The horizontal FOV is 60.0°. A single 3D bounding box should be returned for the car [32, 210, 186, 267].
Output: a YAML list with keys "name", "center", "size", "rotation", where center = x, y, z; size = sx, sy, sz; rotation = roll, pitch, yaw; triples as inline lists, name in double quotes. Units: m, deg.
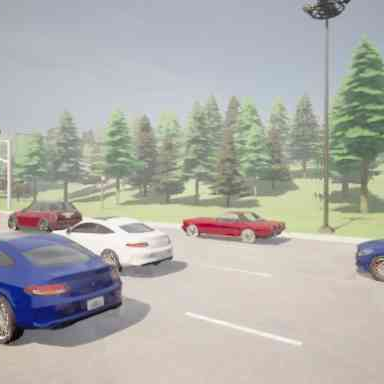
- name: "car"
  center: [-2.686, 1.481, 10.162]
  size: [4.674, 1.442, 1.812]
  rotation: [0, 0, 35]

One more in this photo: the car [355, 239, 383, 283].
- name: "car"
  center: [6.493, 1.519, 7.952]
  size: [4.674, 1.442, 1.812]
  rotation: [0, 0, 35]

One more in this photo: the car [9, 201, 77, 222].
- name: "car"
  center: [-8.073, 1.261, 18.273]
  size: [4.553, 1.767, 2.097]
  rotation: [0, 0, 35]

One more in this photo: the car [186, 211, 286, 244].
- name: "car"
  center: [1.784, 1.551, 15.594]
  size: [4.718, 1.301, 1.895]
  rotation: [0, 0, 35]

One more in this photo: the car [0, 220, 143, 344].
- name: "car"
  center: [-3.319, 1.492, 6.322]
  size: [4.674, 1.442, 1.812]
  rotation: [0, 0, 35]
